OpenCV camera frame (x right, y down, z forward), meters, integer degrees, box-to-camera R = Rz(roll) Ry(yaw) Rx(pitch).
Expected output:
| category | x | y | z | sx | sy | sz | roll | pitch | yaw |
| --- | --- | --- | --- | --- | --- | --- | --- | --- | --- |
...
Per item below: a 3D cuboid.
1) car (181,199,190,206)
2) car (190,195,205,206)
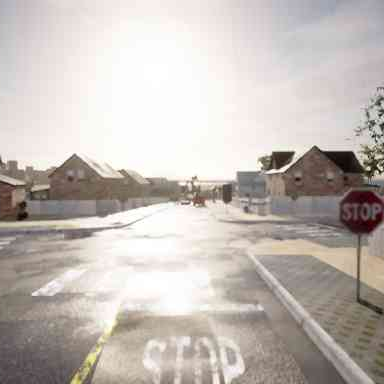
| category | x | y | z | sx | sy | sz | roll | pitch | yaw |
| --- | --- | --- | --- | --- | --- | --- | --- | --- | --- |
| car | -1.231 | 2.116 | 68.107 | 2.033 | 1.411 | 5.357 | 0 | -1 | 3 |
| car | 1.341 | 1.682 | 63.845 | 2.150 | 2.045 | 5.566 | 0 | -1 | 3 |
